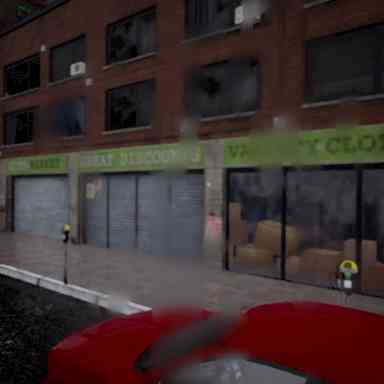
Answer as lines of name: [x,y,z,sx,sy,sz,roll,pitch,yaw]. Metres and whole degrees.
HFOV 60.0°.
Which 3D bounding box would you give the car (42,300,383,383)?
car: [0.737,1.530,2.356,4.507,1.381,1.887,1,0,35]
